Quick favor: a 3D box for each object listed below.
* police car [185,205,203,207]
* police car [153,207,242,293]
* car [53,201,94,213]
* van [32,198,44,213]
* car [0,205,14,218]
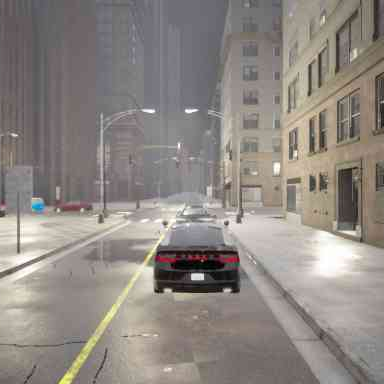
[{"bbox_3d":[0.128,1.510,18.581,2.038,1.542,4.974,0,0,0],"label":"police car"},{"bbox_3d":[0.111,1.427,8.977,1.930,1.638,5.238,0,0,0],"label":"police car"},{"bbox_3d":[-13.941,1.727,39.160,4.507,1.381,1.887,-1,0,0],"label":"car"},{"bbox_3d":[-19.568,1.591,39.185,3.998,1.788,1.690,-1,0,0],"label":"van"},{"bbox_3d":[-19.599,1.524,30.659,5.009,1.841,2.192,-1,0,0],"label":"car"}]
